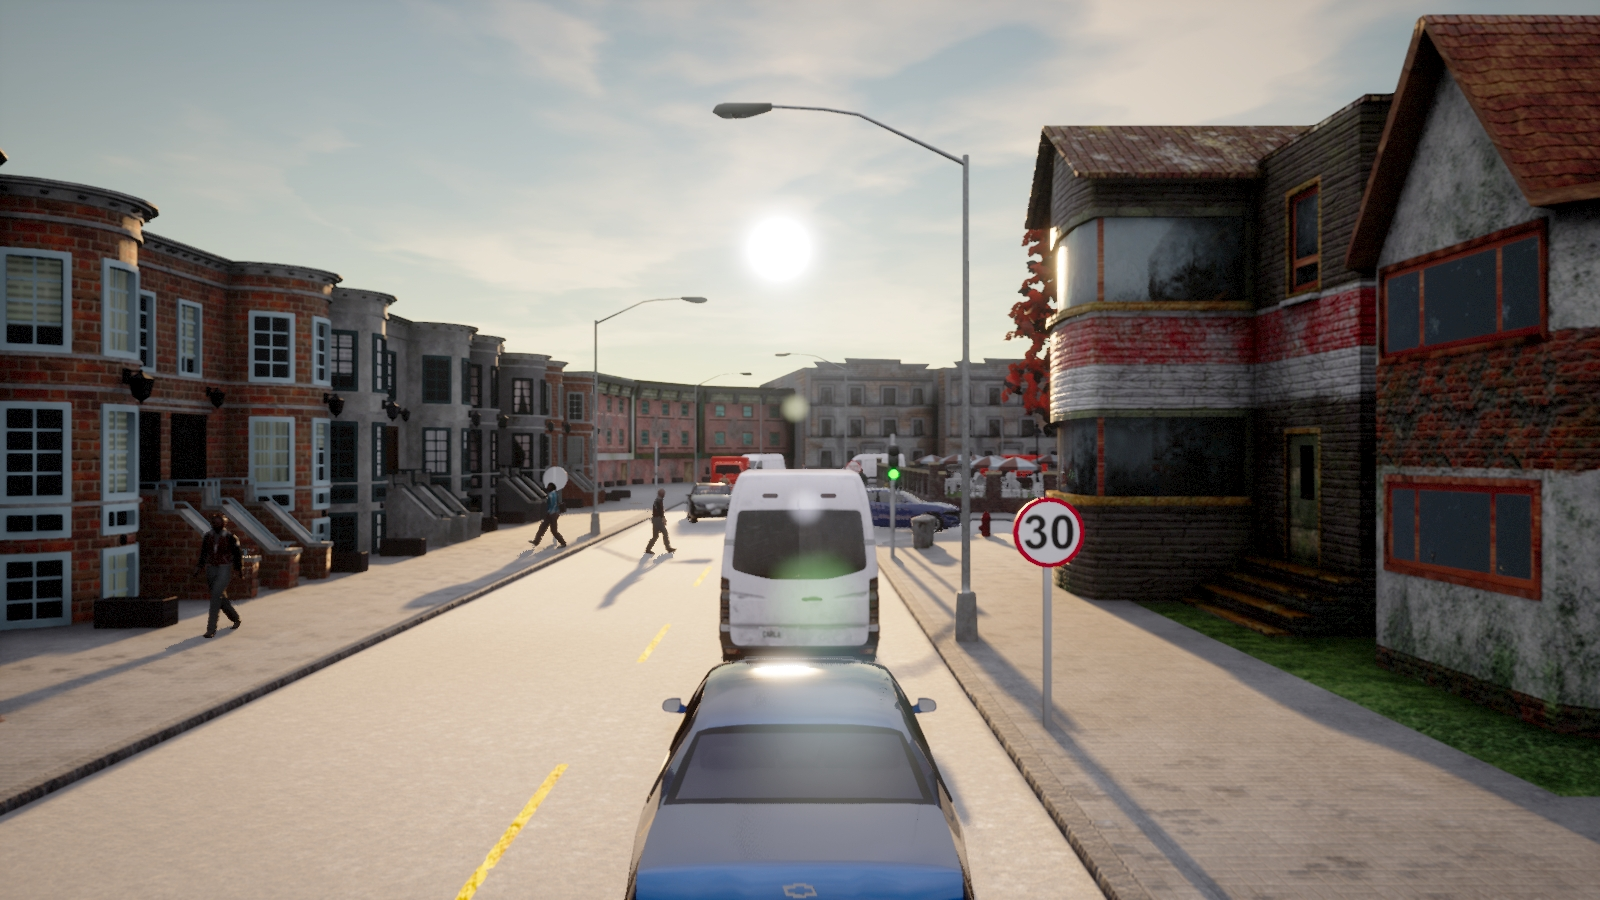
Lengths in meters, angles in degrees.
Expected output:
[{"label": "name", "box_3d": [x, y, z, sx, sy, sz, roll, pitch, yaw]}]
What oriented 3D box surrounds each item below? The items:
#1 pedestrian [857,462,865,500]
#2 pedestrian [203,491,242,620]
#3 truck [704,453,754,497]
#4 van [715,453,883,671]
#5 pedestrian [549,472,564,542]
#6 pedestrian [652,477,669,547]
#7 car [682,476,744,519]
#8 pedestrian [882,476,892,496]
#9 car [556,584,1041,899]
[{"label": "pedestrian", "box_3d": [3.055, 1.554, 57.194, 0.375, 1.860, 0.375, 0, 0, 15]}, {"label": "pedestrian", "box_3d": [-8.471, 1.536, 16.766, 0.375, 1.860, 0.375, 0, 0, 1]}, {"label": "truck", "box_3d": [-4.073, 1.392, 66.423, 2.627, 2.467, 5.204, 0, 0, 0]}, {"label": "van", "box_3d": [-0.015, 1.326, 16.408, 1.988, 2.561, 5.915, 0, 0, 0]}, {"label": "pedestrian", "box_3d": [-6.608, 1.546, 31.051, 0.375, 1.860, 0.375, 0, 0, -16]}, {"label": "pedestrian", "box_3d": [-3.730, 1.649, 30.497, 0.375, 1.860, 0.375, 0, 0, 5]}, {"label": "car", "box_3d": [-3.532, 1.859, 45.565, 2.128, 1.511, 4.902, 0, 0, -8]}, {"label": "pedestrian", "box_3d": [4.727, 1.948, 62.371, 0.500, 1.100, 0.500, 0, 0, 0]}, {"label": "car", "box_3d": [-0.007, 1.892, 7.465, 2.033, 1.411, 5.357, 0, 0, 0]}]
